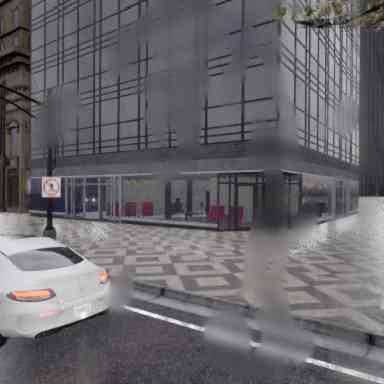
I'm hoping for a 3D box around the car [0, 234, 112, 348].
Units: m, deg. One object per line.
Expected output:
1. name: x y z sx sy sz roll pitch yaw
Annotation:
1. car: -3.453 1.524 6.143 4.674 1.442 1.812 0 0 35
